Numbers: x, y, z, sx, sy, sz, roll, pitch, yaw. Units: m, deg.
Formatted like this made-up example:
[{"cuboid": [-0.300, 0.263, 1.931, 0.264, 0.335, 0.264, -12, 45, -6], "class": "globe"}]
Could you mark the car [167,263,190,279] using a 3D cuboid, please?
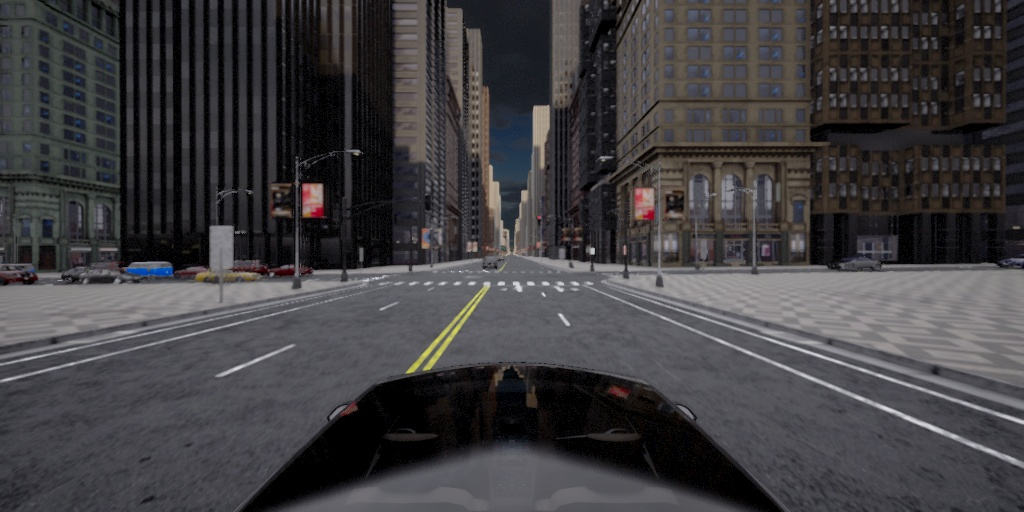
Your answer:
[{"cuboid": [-34.134, 1.727, 38.855, 4.207, 1.307, 1.802, 0, 0, 0], "class": "car"}]

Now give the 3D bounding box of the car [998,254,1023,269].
[{"cuboid": [51.845, 0.527, 35.907, 4.674, 1.442, 1.812, -1, 0, 0], "class": "car"}]

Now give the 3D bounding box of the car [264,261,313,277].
[{"cuboid": [-23.960, 1.551, 38.817, 4.507, 1.381, 1.888, 0, 0, 0], "class": "car"}]

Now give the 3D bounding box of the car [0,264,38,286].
[{"cuboid": [-43.536, 1.629, 30.339, 5.009, 1.841, 2.192, 0, 0, 0], "class": "car"}]

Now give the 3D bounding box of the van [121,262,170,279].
[{"cuboid": [-39.222, 1.555, 38.874, 3.998, 1.789, 1.690, 0, 0, 0], "class": "van"}]

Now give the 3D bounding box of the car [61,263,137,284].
[{"cuboid": [-38.286, 1.722, 33.002, 4.902, 1.511, 2.128, -1, 0, 0], "class": "car"}]

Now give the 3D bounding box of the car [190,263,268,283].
[{"cuboid": [-23.823, 1.574, 30.289, 4.829, 1.417, 1.751, 0, 0, 0], "class": "car"}]

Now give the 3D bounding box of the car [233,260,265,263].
[{"cuboid": [-29.047, 1.390, 38.836, 5.009, 1.841, 2.192, 0, 0, 0], "class": "car"}]

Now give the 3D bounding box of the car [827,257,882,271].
[{"cuboid": [34.336, 0.795, 36.025, 4.181, 1.385, 1.994, -1, 0, 0], "class": "car"}]

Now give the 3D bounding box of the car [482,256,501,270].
[{"cuboid": [-3.233, 1.024, 53.233, 2.150, 2.045, 5.566, 0, 2, 0], "class": "car"}]

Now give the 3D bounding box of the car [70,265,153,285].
[{"cuboid": [-33.764, 1.733, 30.314, 4.403, 1.370, 2.007, 0, 0, 0], "class": "car"}]
